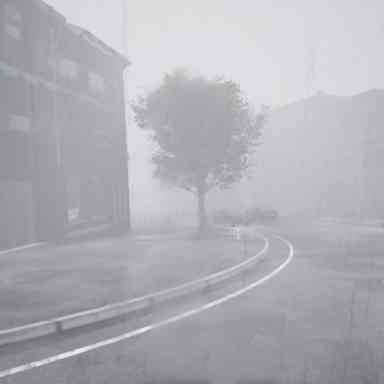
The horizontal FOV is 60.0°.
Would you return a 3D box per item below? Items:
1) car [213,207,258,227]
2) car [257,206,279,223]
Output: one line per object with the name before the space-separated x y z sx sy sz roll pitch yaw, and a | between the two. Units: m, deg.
car | 3.626 2.352 30.892 1.837 1.490 4.892 -3 -2 -24
car | 6.533 2.195 33.366 1.882 1.535 5.008 -3 -1 -25
